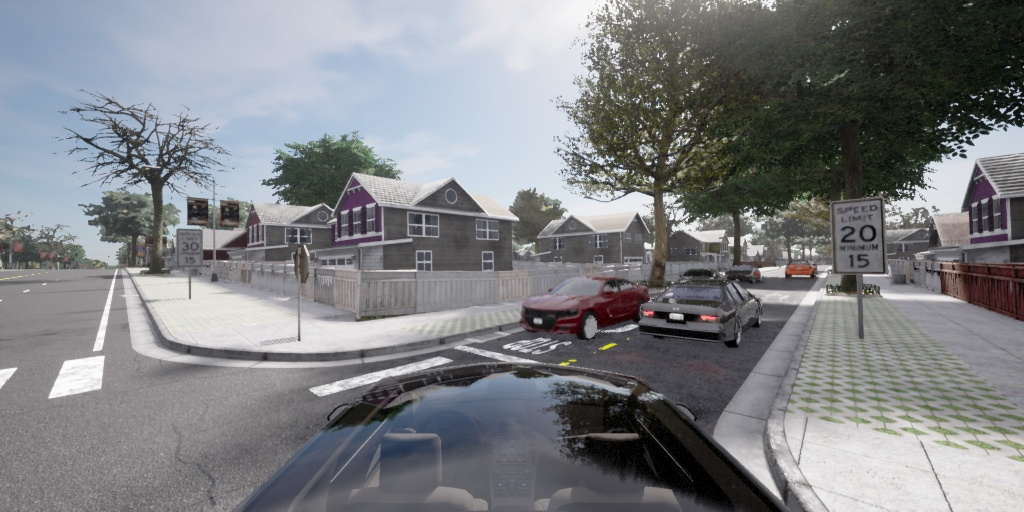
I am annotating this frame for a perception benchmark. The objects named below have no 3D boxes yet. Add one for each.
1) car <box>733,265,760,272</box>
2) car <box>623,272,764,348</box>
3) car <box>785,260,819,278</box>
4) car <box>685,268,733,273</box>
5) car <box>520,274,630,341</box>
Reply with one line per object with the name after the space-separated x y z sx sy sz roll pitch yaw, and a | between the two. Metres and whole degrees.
18.072 1.387 27.978 2.033 1.411 5.357 -2 -2 42 | car
5.090 1.301 9.304 2.033 1.411 5.357 -2 -1 42 | car
27.280 1.134 33.885 2.097 1.767 4.553 -2 -2 42 | car
10.086 1.361 19.122 1.812 1.442 4.674 -2 -2 42 | car
2.311 1.311 10.523 1.882 1.535 5.008 -2 -2 43 | car
